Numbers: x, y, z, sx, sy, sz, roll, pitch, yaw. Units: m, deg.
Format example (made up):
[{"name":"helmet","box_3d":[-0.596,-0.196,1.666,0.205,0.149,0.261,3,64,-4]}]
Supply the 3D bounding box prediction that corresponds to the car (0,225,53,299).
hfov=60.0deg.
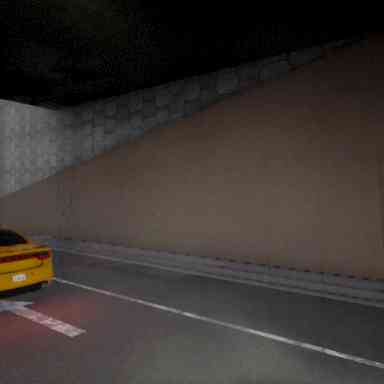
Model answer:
[{"name":"car","box_3d":[-5.285,1.477,7.760,5.008,1.535,1.882,0,0,36]}]
